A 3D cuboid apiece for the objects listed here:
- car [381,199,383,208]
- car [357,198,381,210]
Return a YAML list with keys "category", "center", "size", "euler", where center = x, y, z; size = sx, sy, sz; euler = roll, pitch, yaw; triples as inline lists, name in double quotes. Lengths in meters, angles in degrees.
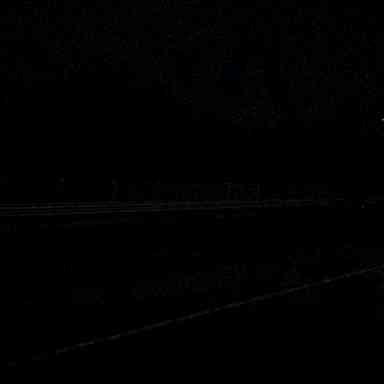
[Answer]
- category: "car"
  center: [24.172, 1.224, 37.497]
  size: [5.566, 2.045, 2.150]
  euler: [0, 0, -33]
- category: "car"
  center: [22.018, 1.503, 40.265]
  size: [4.892, 1.490, 1.837]
  euler: [0, 0, -33]
